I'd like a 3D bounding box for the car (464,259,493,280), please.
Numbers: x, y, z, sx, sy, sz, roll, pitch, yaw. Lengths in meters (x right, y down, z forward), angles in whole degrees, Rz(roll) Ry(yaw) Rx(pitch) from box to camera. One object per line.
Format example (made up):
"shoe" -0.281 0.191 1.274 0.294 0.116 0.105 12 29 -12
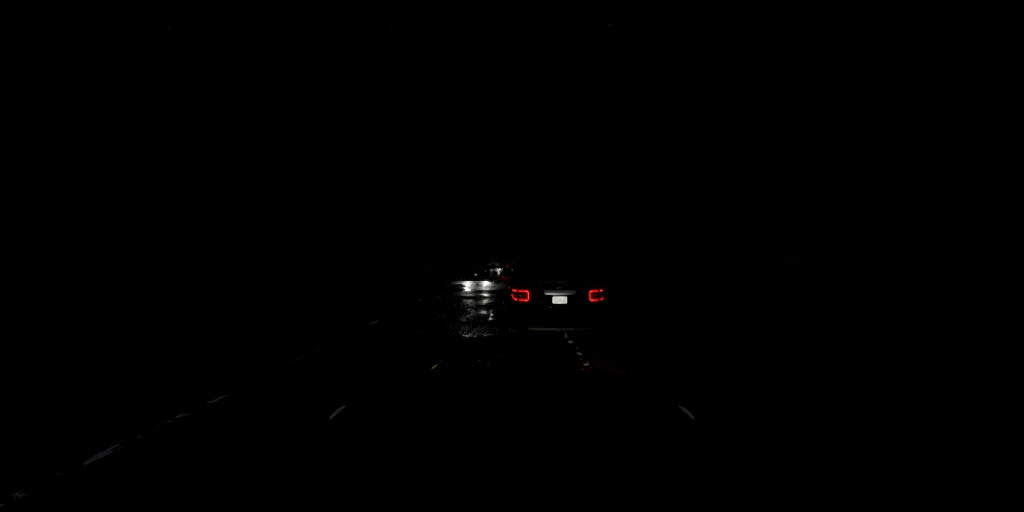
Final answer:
"car" -2.886 1.252 30.813 1.837 1.490 4.892 0 0 0

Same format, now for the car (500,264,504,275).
"car" 0.029 1.223 38.261 1.882 1.535 5.008 0 0 0

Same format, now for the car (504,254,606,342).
"car" 0.955 0.975 9.873 2.150 2.045 5.566 0 0 0

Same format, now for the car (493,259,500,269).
"car" -2.819 1.263 56.825 1.812 1.442 4.674 0 0 0
